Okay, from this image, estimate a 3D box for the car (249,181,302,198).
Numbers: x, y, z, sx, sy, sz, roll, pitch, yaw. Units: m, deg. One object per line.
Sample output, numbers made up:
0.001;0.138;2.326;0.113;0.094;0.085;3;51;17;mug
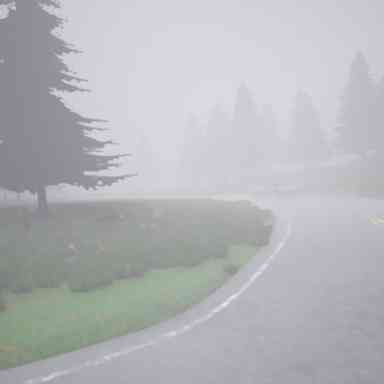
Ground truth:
6.881;-0.210;28.191;1.895;1.301;4.718;-5;3;-29;car
